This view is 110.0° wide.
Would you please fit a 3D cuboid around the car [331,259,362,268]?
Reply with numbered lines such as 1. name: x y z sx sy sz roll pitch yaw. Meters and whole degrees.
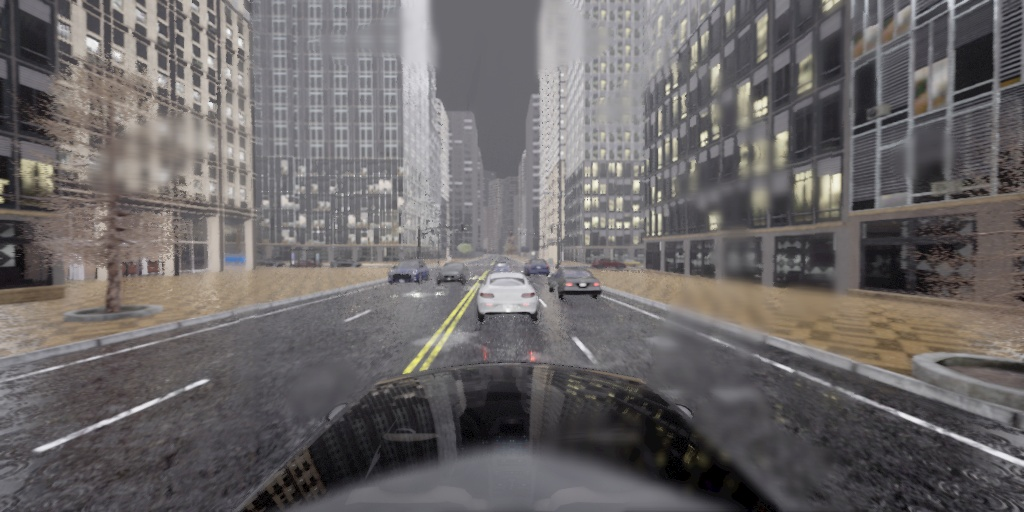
1. car: -24.446 1.100 52.970 4.313 1.339 1.948 0 0 -1

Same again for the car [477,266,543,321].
1. car: -0.178 1.251 12.295 1.812 1.442 4.674 0 0 -2

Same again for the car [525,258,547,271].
1. car: 2.322 1.010 34.106 2.097 1.767 4.553 0 0 -2

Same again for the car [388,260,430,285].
1. car: -7.337 1.056 25.881 2.097 1.767 4.553 0 0 -2

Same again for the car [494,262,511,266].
1. car: -0.849 1.218 31.894 2.033 1.411 5.357 0 0 -2

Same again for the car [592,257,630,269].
1. car: 14.474 1.101 53.831 5.009 1.841 2.192 0 0 -1

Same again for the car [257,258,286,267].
1. car: -35.814 1.022 52.871 4.313 1.339 1.948 0 0 -1

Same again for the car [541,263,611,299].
1. car: 2.909 1.251 17.642 2.033 1.411 5.357 0 0 -2

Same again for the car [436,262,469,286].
1. car: -4.056 1.206 25.057 1.837 1.490 4.892 0 0 -2

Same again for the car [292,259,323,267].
1. car: -30.131 1.077 52.901 4.207 1.307 1.802 0 0 -1
